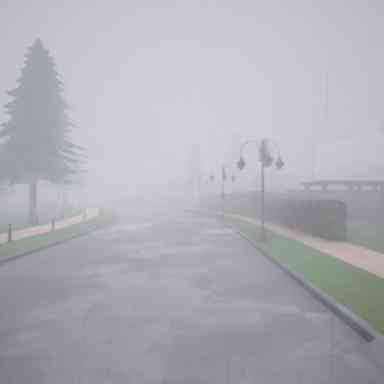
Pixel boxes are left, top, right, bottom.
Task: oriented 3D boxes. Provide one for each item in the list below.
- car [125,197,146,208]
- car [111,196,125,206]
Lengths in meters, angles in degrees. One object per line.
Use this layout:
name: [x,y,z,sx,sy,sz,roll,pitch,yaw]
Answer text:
car: [-10.445,1.908,63.090,2.150,2.045,5.566,0,-1,-27]
car: [-15.696,1.994,72.368,2.150,2.045,5.566,0,-1,-33]
